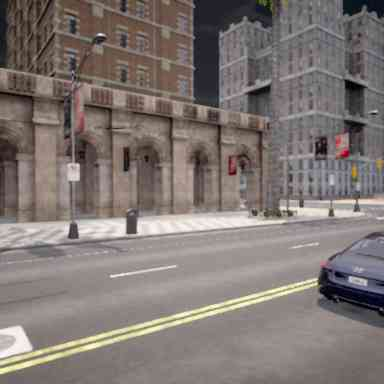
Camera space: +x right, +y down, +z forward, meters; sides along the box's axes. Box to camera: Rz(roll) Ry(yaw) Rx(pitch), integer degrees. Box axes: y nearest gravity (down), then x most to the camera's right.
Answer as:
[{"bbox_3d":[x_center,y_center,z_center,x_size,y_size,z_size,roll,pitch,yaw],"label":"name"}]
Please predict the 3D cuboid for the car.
[{"bbox_3d":[4.530,1.528,6.972,4.181,1.385,1.994,0,0,-35],"label":"car"}]
